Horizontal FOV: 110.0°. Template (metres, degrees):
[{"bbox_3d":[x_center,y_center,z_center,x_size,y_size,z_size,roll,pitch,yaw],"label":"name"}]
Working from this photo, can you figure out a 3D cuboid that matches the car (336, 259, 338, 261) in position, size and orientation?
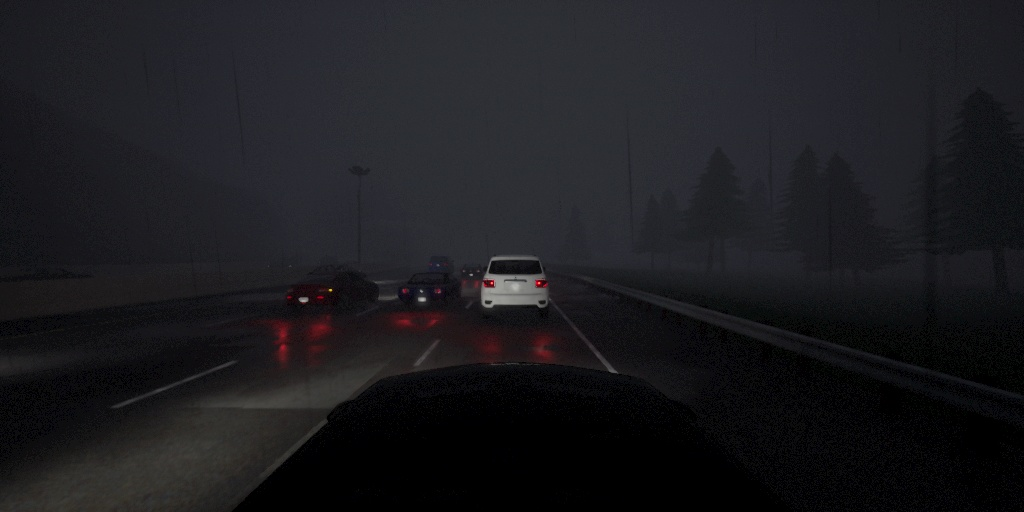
[{"bbox_3d":[-23.003,1.349,50.949,1.994,1.385,4.181,0,0,-7],"label":"car"}]

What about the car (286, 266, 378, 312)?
[{"bbox_3d":[-6.899,1.285,14.181,1.812,1.442,4.674,0,0,0],"label":"car"}]

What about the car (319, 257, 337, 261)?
[{"bbox_3d":[-26.771,1.312,52.654,1.812,1.442,4.674,0,0,-8],"label":"car"}]

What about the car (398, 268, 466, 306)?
[{"bbox_3d":[-3.400,1.361,15.801,1.895,1.301,4.718,0,0,0],"label":"car"}]

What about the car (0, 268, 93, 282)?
[{"bbox_3d":[-28.117,1.365,20.994,1.895,1.301,4.718,0,0,0],"label":"car"}]

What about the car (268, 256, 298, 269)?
[{"bbox_3d":[-33.918,1.008,53.395,2.150,2.045,5.566,0,0,-8],"label":"car"}]

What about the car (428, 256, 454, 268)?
[{"bbox_3d":[-7.424,0.997,37.783,2.150,2.045,5.566,0,0,-4],"label":"car"}]

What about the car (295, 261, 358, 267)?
[{"bbox_3d":[-10.408,1.256,21.644,2.128,1.511,4.902,0,0,0],"label":"car"}]

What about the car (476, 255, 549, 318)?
[{"bbox_3d":[0.100,0.979,13.228,2.150,2.045,5.566,0,0,0],"label":"car"}]

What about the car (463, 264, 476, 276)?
[{"bbox_3d":[-3.687,1.373,33.691,1.895,1.301,4.718,0,0,-3],"label":"car"}]
